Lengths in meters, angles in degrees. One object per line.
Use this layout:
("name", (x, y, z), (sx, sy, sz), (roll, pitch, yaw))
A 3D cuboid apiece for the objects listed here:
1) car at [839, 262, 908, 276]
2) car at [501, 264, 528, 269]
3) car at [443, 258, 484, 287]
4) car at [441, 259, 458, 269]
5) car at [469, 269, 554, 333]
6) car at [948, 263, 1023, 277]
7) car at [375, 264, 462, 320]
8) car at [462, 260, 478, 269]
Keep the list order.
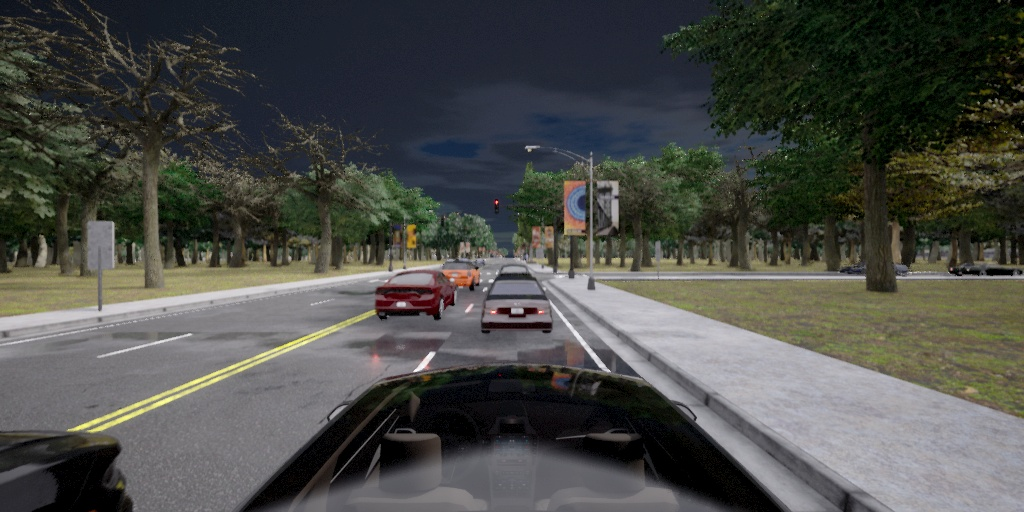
("car", (35.631, 1.219, 35.362), (5.357, 1.411, 2.033), (0, 0, 0))
("car", (0.105, 1.206, 20.413), (1.882, 1.535, 5.008), (0, 0, -1))
("car", (-3.132, 1.079, 21.785), (2.097, 1.767, 4.553), (0, 0, 0))
("car", (-9.774, 1.232, 56.595), (1.812, 1.442, 4.674), (0, 0, 0))
("car", (0.102, 1.286, 10.587), (2.033, 1.411, 5.357), (0, 0, 0))
("car", (42.859, 1.275, 32.459), (4.718, 1.301, 1.895), (0, 0, 1))
("car", (-3.138, 1.213, 12.569), (1.882, 1.535, 5.008), (0, 0, -1))
("car", (-6.527, 1.270, 56.562), (1.994, 1.385, 4.181), (0, 0, 1))
